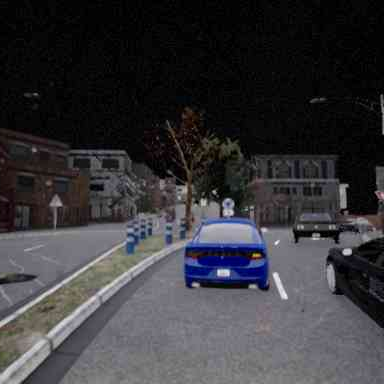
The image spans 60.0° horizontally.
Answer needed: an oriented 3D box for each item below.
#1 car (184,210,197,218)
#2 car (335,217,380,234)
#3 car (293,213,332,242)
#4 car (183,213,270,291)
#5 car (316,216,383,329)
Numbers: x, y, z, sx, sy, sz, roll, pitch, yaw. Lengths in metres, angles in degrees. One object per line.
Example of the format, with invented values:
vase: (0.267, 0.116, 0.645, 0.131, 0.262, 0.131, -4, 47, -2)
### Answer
car: (-0.651, 5.495, 73.386, 2.150, 2.045, 5.566, 0, 0, 0)
car: (16.197, 3.264, 32.430, 4.892, 1.490, 1.837, 5, -9, -37)
car: (5.824, 1.649, 15.779, 1.895, 1.301, 4.718, -2, -5, 19)
car: (1.034, 1.437, 9.060, 1.882, 1.535, 5.008, -1, 0, 10)
car: (3.737, 1.433, 5.398, 1.882, 1.535, 5.008, 0, 1, 5)
